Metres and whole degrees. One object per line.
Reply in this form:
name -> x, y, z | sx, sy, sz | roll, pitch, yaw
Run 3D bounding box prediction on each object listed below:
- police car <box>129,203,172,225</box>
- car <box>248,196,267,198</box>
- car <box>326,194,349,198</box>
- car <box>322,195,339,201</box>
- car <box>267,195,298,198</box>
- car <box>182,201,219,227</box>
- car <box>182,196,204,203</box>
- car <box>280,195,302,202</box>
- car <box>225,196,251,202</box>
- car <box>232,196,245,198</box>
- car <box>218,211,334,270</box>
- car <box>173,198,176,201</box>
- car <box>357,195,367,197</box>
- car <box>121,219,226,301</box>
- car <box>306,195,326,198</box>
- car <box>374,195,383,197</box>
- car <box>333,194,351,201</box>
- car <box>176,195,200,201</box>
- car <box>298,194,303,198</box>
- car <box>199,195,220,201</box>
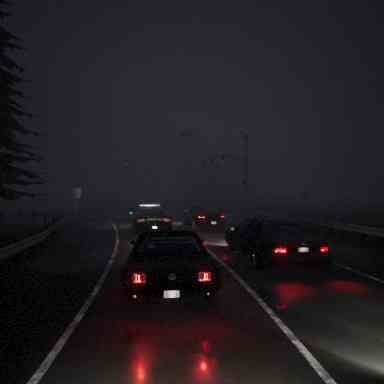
police car -> -2.277, 1.425, 17.821 | 1.930, 1.638, 5.238 | 0, 0, -13
car -> 13.953, 1.525, 67.901 | 4.674, 1.442, 1.812 | 0, 0, -21
car -> 31.822, 1.524, 71.302 | 4.674, 1.442, 1.812 | 0, 0, -23
car -> 35.916, 1.536, 86.087 | 4.181, 1.385, 1.994 | 0, 0, -35
car -> 17.910, 1.504, 65.673 | 4.892, 1.490, 1.837 | 0, 0, -20
car -> 0.666, 1.526, 20.513 | 1.812, 1.442, 4.674 | 0, 0, -13
car -> 0.291, 1.553, 70.236 | 4.181, 1.385, 1.994 | 0, 0, -21
car -> 23.617, 1.500, 79.068 | 4.892, 1.490, 1.837 | 0, 0, -21
car -> 10.255, 1.540, 73.987 | 5.357, 1.411, 2.033 | 0, 0, -21
car -> 10.487, 1.524, 70.334 | 4.674, 1.442, 1.812 | 0, 0, -21
car -> 2.535, 1.547, 11.113 | 2.033, 1.411, 5.357 | 0, 0, -8
car -> -1.622, 1.491, 65.855 | 4.902, 1.511, 2.128 | 0, 0, -20
car -> 41.445, 1.540, 81.469 | 5.357, 1.411, 2.033 | 0, 0, -35
car -> -0.606, 1.601, 8.357 | 1.895, 1.301, 4.718 | 0, 0, -6
car -> 28.287, 1.540, 73.496 | 5.357, 1.411, 2.033 | 0, 0, -23
car -> 44.622, 1.477, 79.529 | 5.008, 1.535, 1.882 | 0, 0, -39
car -> 37.282, 1.355, 82.738 | 4.553, 1.767, 2.097 | 0, 0, -35
car -> -0.094, 1.354, 62.716 | 4.553, 1.767, 2.097 | 0, 0, -22
car -> 24.738, 1.355, 75.752 | 4.553, 1.767, 2.097 | 0, 0, -21
car -> 4.052, 1.565, 60.532 | 4.181, 1.385, 1.994 | 0, 0, -21
